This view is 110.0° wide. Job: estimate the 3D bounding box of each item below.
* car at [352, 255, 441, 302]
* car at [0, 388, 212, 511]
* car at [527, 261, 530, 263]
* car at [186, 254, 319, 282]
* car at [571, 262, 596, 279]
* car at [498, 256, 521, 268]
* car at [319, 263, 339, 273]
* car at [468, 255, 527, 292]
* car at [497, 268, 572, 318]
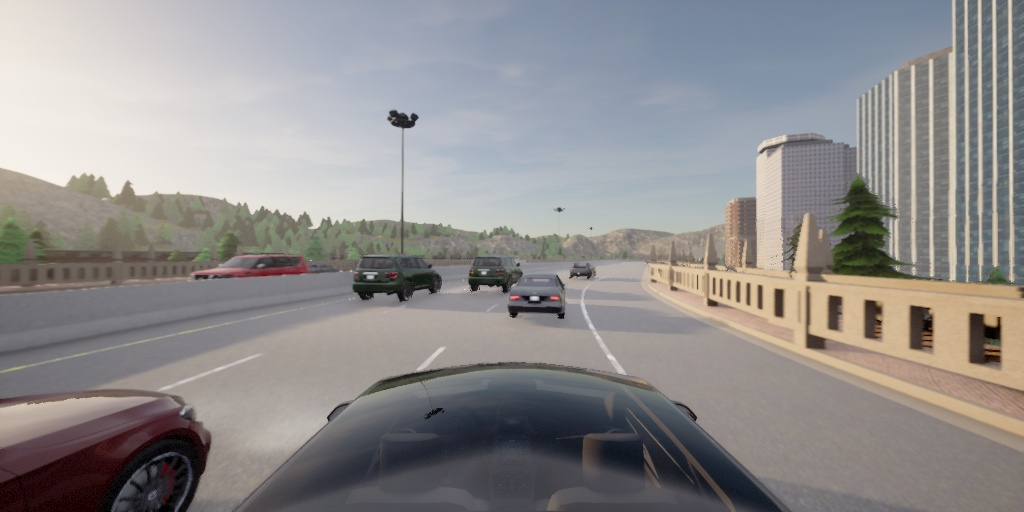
[{"bbox_3d":[-5.314,0.967,17.292,2.150,2.045,5.566,0,0,10],"label":"car"},{"bbox_3d":[-3.317,1.259,0.906,1.812,1.442,4.674,0,0,-1],"label":"car"},{"bbox_3d":[1.830,1.453,60.715,1.882,1.535,5.008,0,0,21],"label":"car"},{"bbox_3d":[-12.556,0.938,17.612,2.150,2.045,5.566,0,0,10],"label":"car"},{"bbox_3d":[6.638,1.332,33.463,2.128,1.511,4.902,0,0,20],"label":"car"},{"bbox_3d":[-0.382,1.006,64.752,2.150,2.045,5.566,0,0,21],"label":"car"},{"bbox_3d":[-14.470,1.223,25.282,2.128,1.511,4.902,0,0,15],"label":"car"},{"bbox_3d":[-0.856,0.995,21.470,2.150,2.045,5.566,0,0,13],"label":"car"},{"bbox_3d":[1.038,1.312,13.118,2.033,1.411,5.357,0,0,8],"label":"car"}]
